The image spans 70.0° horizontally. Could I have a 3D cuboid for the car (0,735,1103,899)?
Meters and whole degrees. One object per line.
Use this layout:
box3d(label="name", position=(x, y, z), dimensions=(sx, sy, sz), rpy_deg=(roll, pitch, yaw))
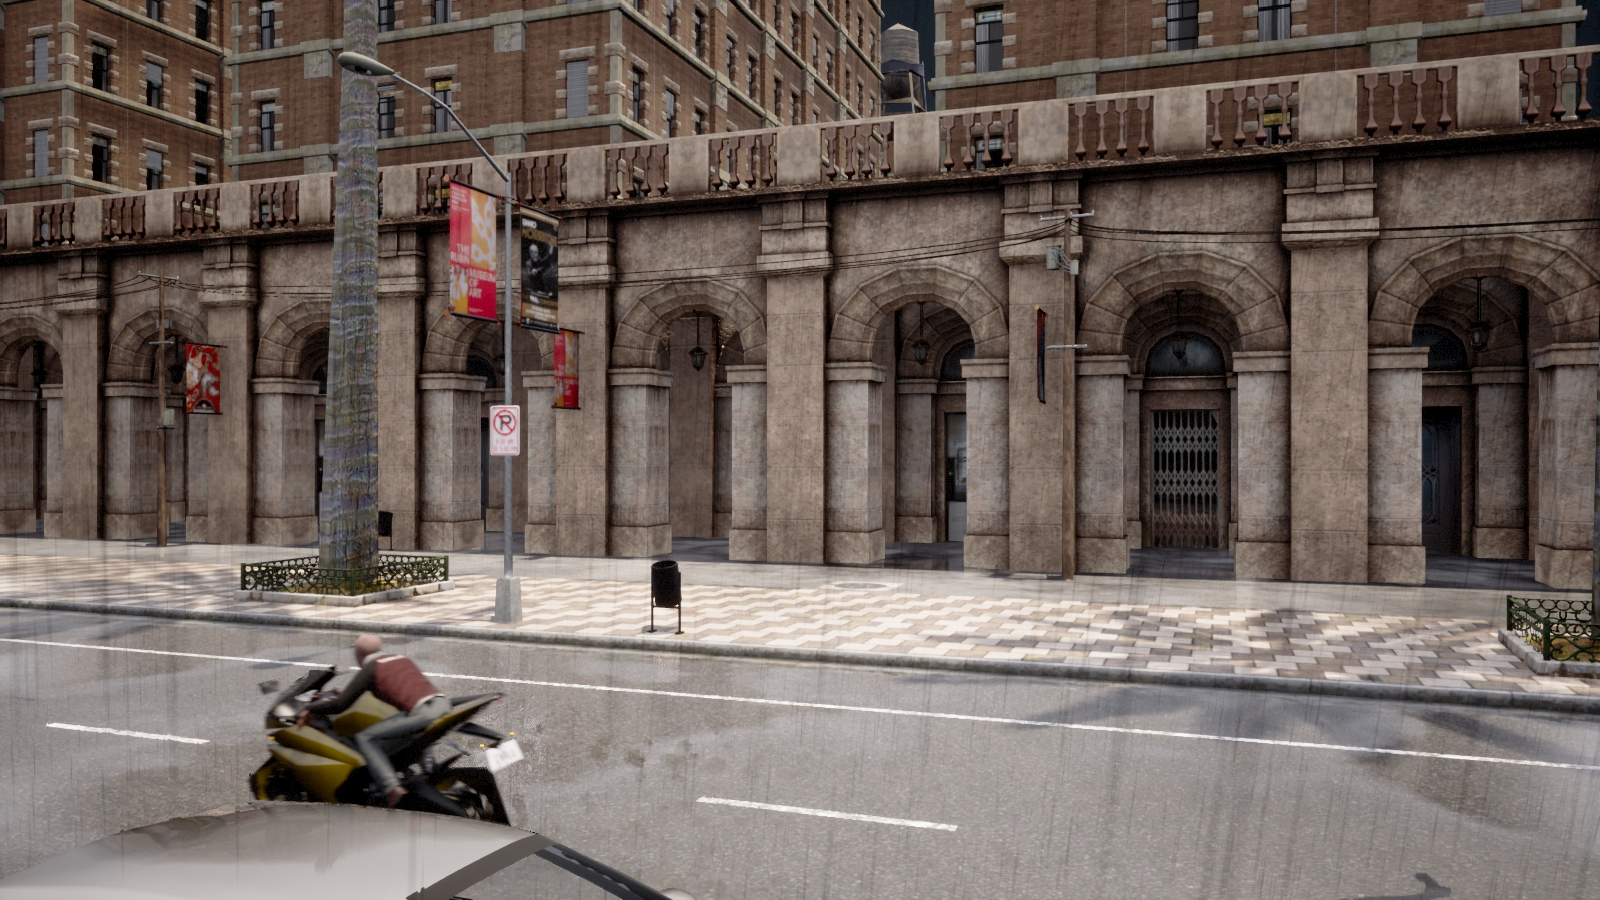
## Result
box3d(label="car", position=(-1.248, 2.067, 3.754), dimensions=(4.193, 1.474, 1.816), rpy_deg=(0, 0, 20))

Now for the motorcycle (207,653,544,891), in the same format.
box3d(label="motorcycle", position=(-3.016, 2.207, 8.124), dimensions=(2.209, 1.251, 0.867), rpy_deg=(0, 0, 20))
